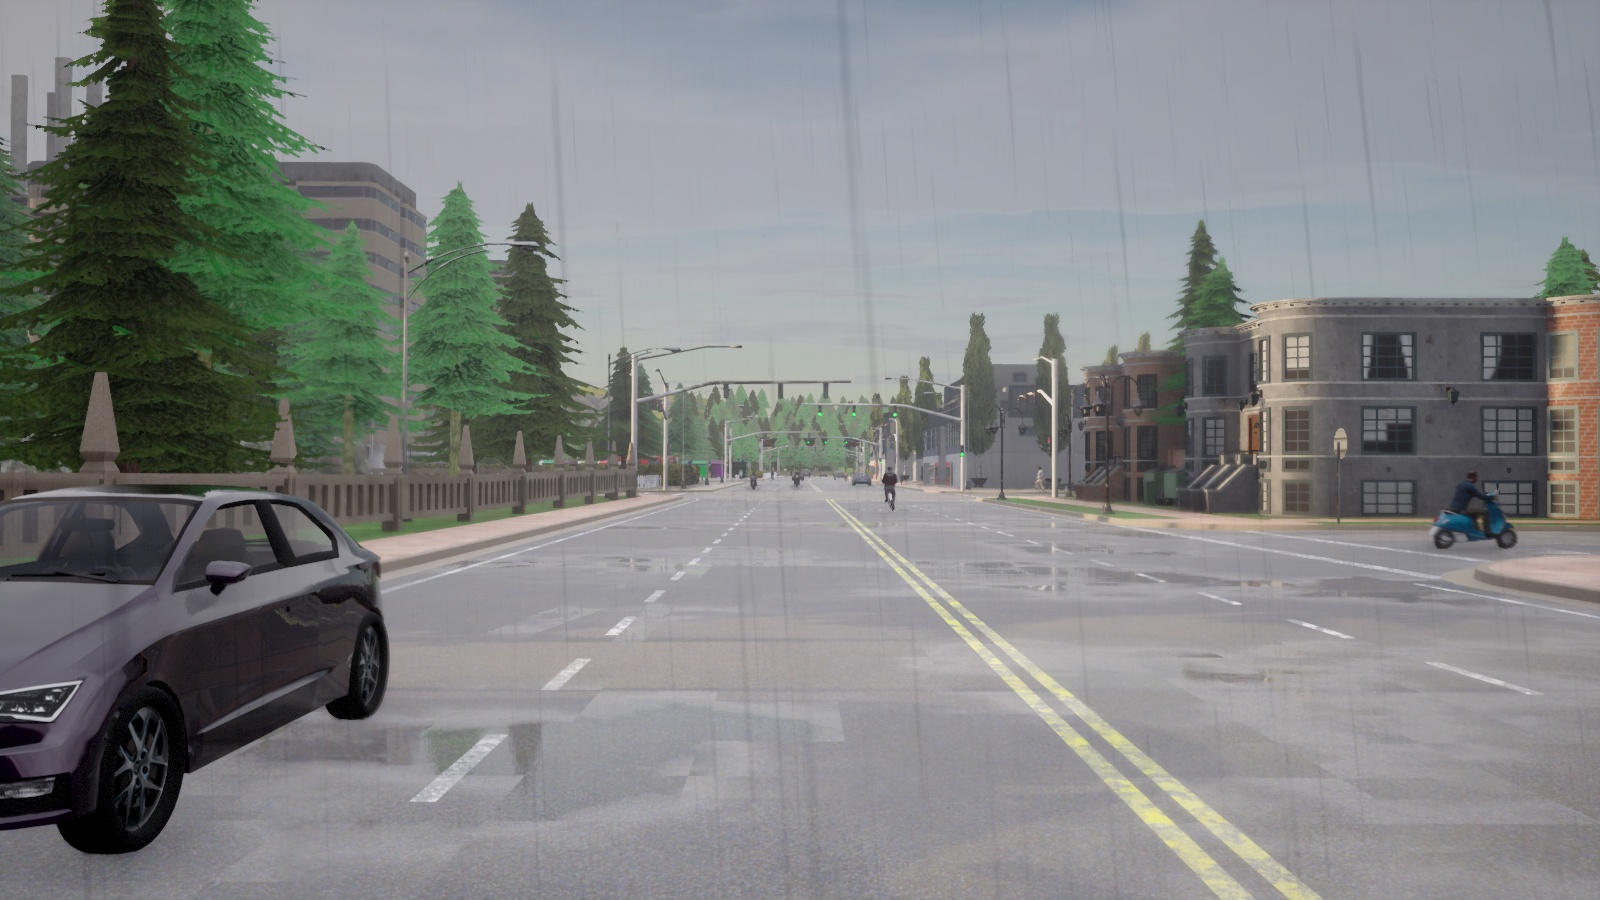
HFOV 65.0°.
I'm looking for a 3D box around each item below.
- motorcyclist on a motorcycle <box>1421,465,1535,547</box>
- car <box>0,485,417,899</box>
[{"bbox_3d":[13.638,1.104,25.278,1.817,1.590,0.866,-1,0,-4],"label":"motorcyclist on a motorcycle"},{"bbox_3d":[-3.515,0.950,6.461,1.816,1.474,4.193,0,-1,0],"label":"car"}]
